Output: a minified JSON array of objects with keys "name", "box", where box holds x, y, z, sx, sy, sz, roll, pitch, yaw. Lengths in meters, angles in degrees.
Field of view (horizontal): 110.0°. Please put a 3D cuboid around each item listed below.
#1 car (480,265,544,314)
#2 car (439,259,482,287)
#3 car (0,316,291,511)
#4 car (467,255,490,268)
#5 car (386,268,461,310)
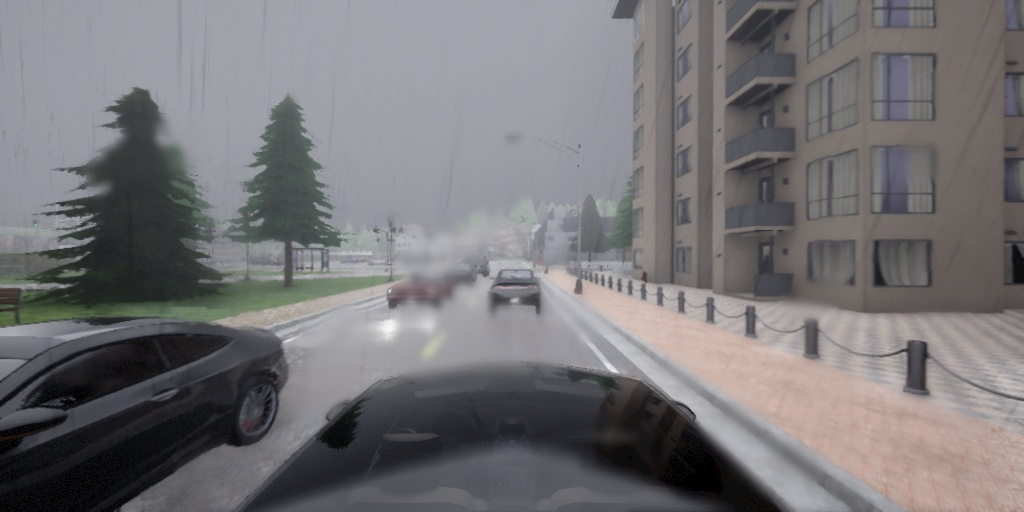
[{"name":"car","box":[0.156,1.234,13.819,2.128,1.511,4.902,0,0,0]},{"name":"car","box":[-3.369,1.209,24.203,1.882,1.535,5.008,0,0,0]},{"name":"car","box":[-3.605,1.264,2.560,1.812,1.442,4.674,0,0,0]},{"name":"car","box":[-3.322,0.940,34.074,2.150,2.045,5.566,0,0,1]},{"name":"car","box":[-3.526,1.332,14.772,1.895,1.301,4.718,0,0,0]}]
